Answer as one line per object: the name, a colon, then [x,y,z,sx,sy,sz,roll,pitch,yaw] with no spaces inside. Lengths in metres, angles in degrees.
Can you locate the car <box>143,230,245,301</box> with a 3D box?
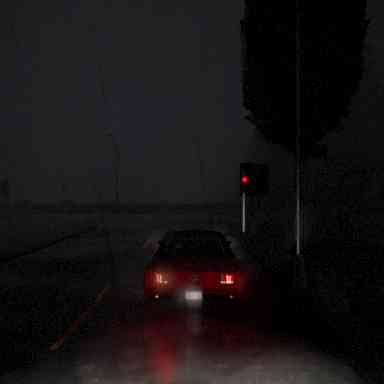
car: [0.064,1.600,8.276,1.895,1.301,4.718,0,0,1]
